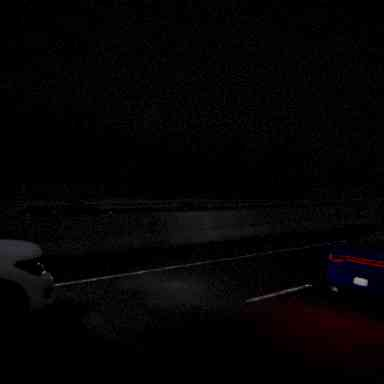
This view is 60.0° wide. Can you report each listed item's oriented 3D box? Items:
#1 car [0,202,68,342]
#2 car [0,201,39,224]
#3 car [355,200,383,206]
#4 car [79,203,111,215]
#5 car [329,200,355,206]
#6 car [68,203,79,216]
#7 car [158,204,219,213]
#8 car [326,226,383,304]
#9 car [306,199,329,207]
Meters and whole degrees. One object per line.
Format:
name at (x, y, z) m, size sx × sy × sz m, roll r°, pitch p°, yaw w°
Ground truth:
car at (-4.934, 1.203, 4.626) m, size 5.566 × 2.045 × 2.150 m, roll 0°, pitch 0°, yaw -36°
car at (-13.942, 1.449, 24.125) m, size 4.902 × 1.511 × 2.128 m, roll 0°, pitch 0°, yaw -36°
car at (23.514, 1.773, 42.464) m, size 5.357 × 1.411 × 2.033 m, roll 1°, pitch 0°, yaw -35°
car at (-8.425, 1.528, 23.765) m, size 5.357 × 1.411 × 2.033 m, roll 0°, pitch 0°, yaw -35°
car at (21.484, 1.767, 45.309) m, size 5.357 × 1.411 × 2.033 m, roll 1°, pitch 0°, yaw -35°
car at (-9.332, 1.479, 18.819) m, size 4.892 × 1.490 × 1.837 m, roll 1°, pitch -1°, yaw -36°
car at (-0.325, 1.509, 20.926) m, size 4.902 × 1.511 × 2.128 m, roll 1°, pitch 0°, yaw -35°
car at (5.104, 1.504, 7.552) m, size 5.008 × 1.535 × 1.882 m, roll 0°, pitch 0°, yaw -36°
car at (18.179, 1.692, 47.262) m, size 4.902 × 1.511 × 2.128 m, roll 1°, pitch 0°, yaw -35°
